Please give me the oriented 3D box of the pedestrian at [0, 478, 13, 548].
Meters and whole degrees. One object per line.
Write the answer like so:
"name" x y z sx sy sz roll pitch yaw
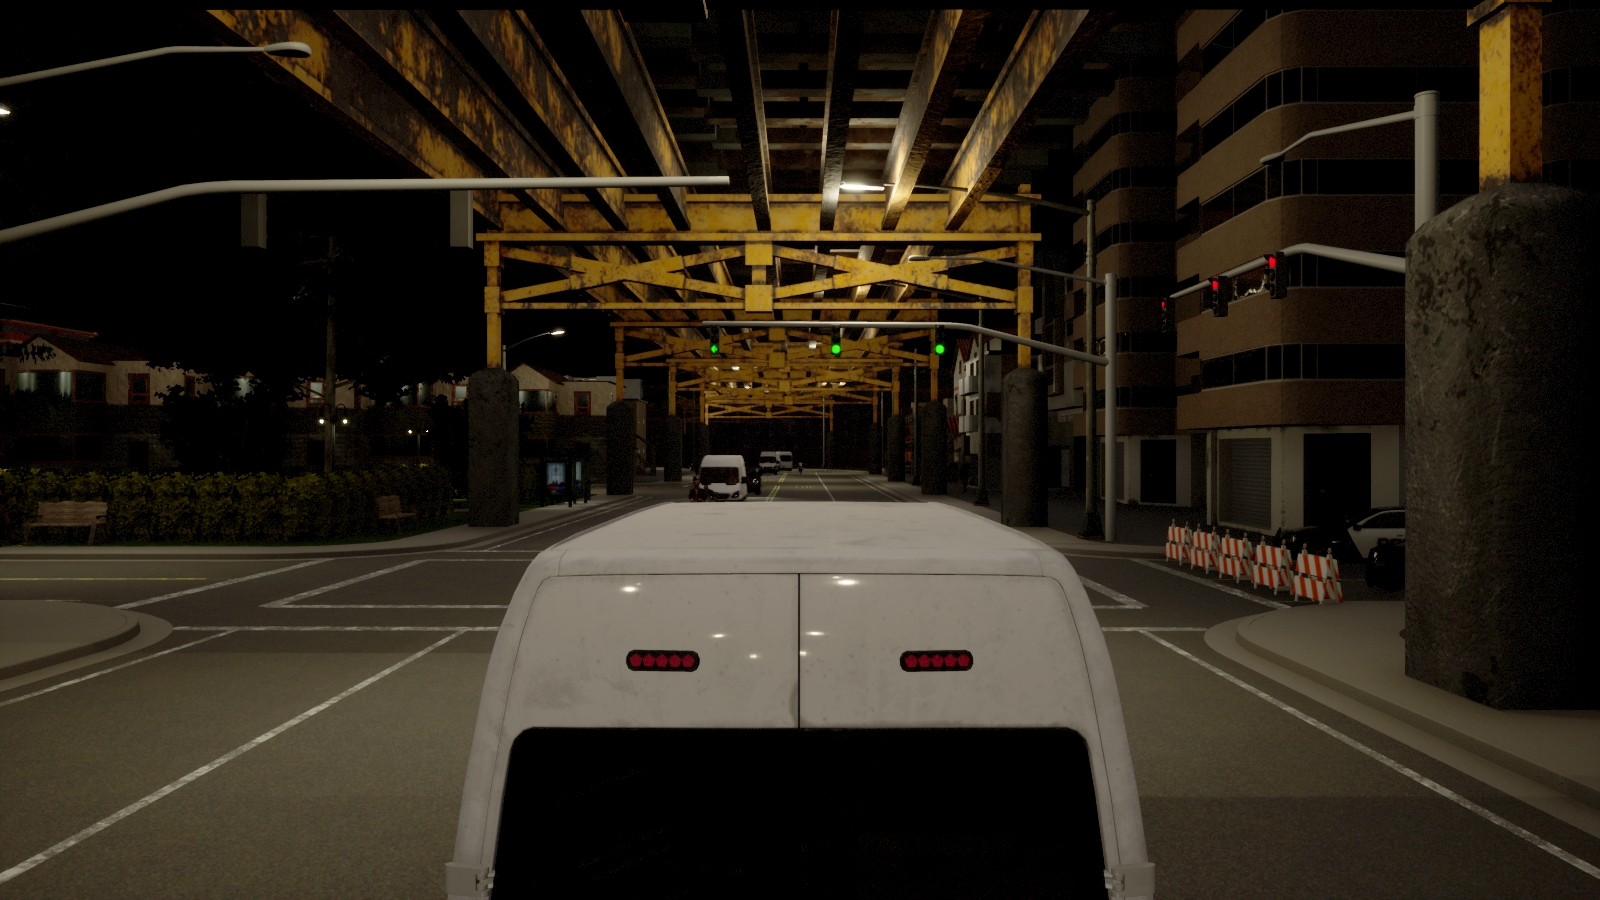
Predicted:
"pedestrian" -21.528 1.686 30.789 0.375 1.860 0.375 0 0 11

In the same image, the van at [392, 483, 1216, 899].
"van" 0.015 1.531 5.717 1.988 2.561 5.915 0 0 0

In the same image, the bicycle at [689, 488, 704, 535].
"bicycle" -3.464 2.031 38.221 0.329 1.496 1.835 0 0 0
